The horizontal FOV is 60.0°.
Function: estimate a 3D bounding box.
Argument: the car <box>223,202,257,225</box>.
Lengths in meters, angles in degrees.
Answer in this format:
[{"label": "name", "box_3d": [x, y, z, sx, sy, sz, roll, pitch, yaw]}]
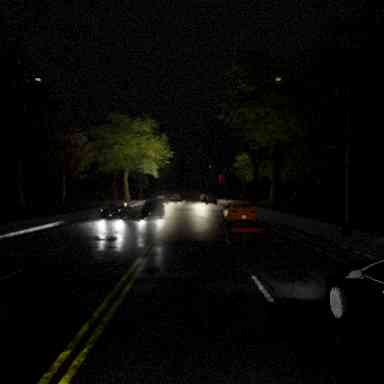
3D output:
[{"label": "car", "box_3d": [3.350, 1.450, 23.906, 1.882, 1.535, 5.008, 0, 0, 0]}]

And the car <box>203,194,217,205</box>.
[{"label": "car", "box_3d": [3.202, 1.456, 55.603, 1.837, 1.490, 4.892, 0, 0, 0]}]

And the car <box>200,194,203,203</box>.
[{"label": "car", "box_3d": [3.144, 1.295, 66.583, 2.097, 1.767, 4.553, 0, 0, 0]}]

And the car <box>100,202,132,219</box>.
[{"label": "car", "box_3d": [-6.602, 1.569, 29.133, 1.895, 1.301, 4.718, 0, 0, 0]}]

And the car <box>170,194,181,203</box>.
[{"label": "car", "box_3d": [-3.373, 1.290, 69.179, 2.097, 1.767, 4.553, 0, 0, 0]}]

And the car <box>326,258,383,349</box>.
[{"label": "car", "box_3d": [3.351, 1.498, 4.158, 1.837, 1.490, 4.892, 0, 0, 0]}]

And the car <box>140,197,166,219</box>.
[{"label": "car", "box_3d": [-3.349, 1.473, 28.873, 1.837, 1.490, 4.892, 0, 0, 0]}]

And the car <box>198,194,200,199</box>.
[{"label": "car", "box_3d": [3.061, 1.274, 77.594, 2.097, 1.767, 4.553, 0, 0, 0]}]
